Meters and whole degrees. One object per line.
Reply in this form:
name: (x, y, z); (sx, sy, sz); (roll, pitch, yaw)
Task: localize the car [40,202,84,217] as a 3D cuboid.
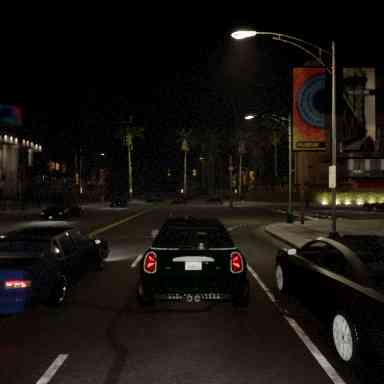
car: (-10.716, 1.547, 27.871); (2.033, 1.411, 5.357); (0, 0, 0)

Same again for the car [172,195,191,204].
car: (-2.138, 1.564, 60.496); (1.994, 1.385, 4.181); (0, 0, 14)

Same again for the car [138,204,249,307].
car: (0.032, 1.352, 8.118); (2.097, 1.767, 4.553); (0, 0, 0)

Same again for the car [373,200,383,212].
car: (23.010, 1.352, 36.597); (4.553, 1.767, 2.097); (0, 0, -1)

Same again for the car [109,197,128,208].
car: (-10.614, 1.504, 48.314); (1.837, 1.490, 4.892); (0, 0, 2)

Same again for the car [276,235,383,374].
car: (2.879, 1.480, 5.778); (2.097, 1.535, 5.008); (0, 0, -1)

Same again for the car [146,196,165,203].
car: (-7.380, 1.547, 67.881); (2.033, 1.411, 5.357); (0, 0, 22)

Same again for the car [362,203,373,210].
car: (23.249, 1.601, 40.103); (4.718, 1.301, 1.895); (0, 0, -1)

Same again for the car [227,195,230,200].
car: (8.895, 1.524, 88.731); (4.674, 1.442, 1.812); (0, 0, -37)

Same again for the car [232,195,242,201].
car: (13.292, 1.478, 83.269); (5.008, 1.535, 1.882); (0, 0, -32)

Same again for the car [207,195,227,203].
car: (4.733, 1.491, 68.298); (2.128, 1.511, 4.902); (0, 0, 28)

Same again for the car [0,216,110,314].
car: (-3.470, 1.547, 7.897); (2.033, 1.411, 5.357); (0, 0, 0)

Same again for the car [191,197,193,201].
car: (-1.805, 1.500, 78.054); (1.837, 1.490, 4.892); (0, 0, 36)
